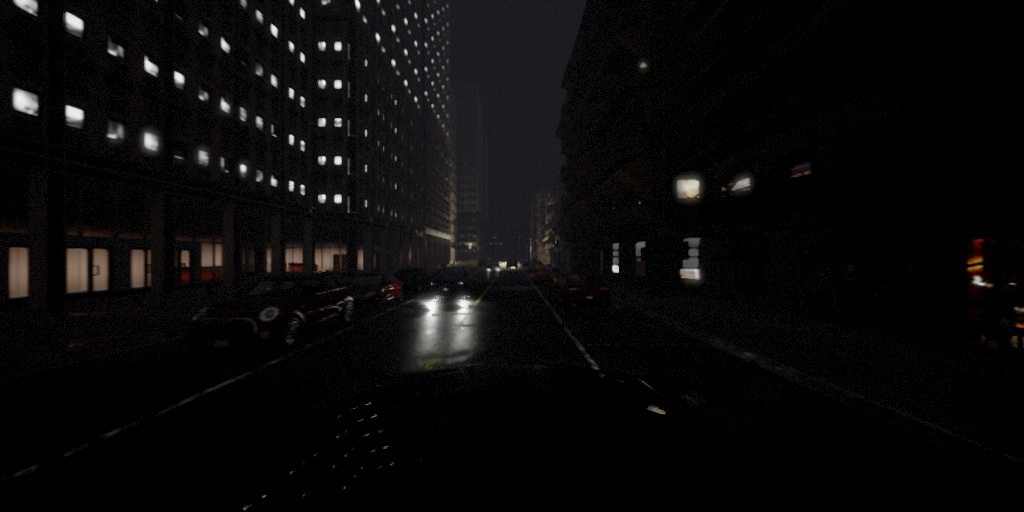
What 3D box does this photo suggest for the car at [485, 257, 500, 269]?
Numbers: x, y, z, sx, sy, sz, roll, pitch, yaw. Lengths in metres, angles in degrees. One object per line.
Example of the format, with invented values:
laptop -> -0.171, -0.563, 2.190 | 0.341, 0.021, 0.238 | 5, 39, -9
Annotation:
car -> -3.047, 1.332, 59.711 | 1.812, 1.442, 4.674 | 0, 0, 1

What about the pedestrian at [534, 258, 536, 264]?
pedestrian -> 3.000, 1.083, 47.659 | 0.375, 1.860, 0.375 | 0, 0, -2

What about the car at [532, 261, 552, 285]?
car -> 2.691, 1.291, 26.136 | 1.751, 1.417, 4.829 | 0, 0, 0

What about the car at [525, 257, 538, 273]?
car -> 3.000, 1.242, 44.667 | 1.801, 1.575, 5.366 | 0, 0, 0

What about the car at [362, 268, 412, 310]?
car -> -5.689, 1.340, 14.668 | 1.802, 1.307, 4.207 | 0, 0, 0

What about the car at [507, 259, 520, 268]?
car -> 0.031, 1.310, 60.769 | 1.837, 1.490, 4.892 | 0, -1, 1

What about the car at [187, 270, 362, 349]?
car -> -5.689, 1.194, 9.021 | 1.967, 1.591, 4.097 | 0, 0, 0

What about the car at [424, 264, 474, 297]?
car -> -3.100, 1.286, 19.040 | 1.812, 1.442, 4.674 | 0, 0, 0

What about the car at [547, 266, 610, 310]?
car -> 2.691, 1.303, 14.668 | 1.888, 1.381, 4.507 | 0, 0, 0

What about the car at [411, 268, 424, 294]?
car -> -5.690, 1.327, 20.318 | 1.948, 1.339, 4.313 | 0, 0, 0
